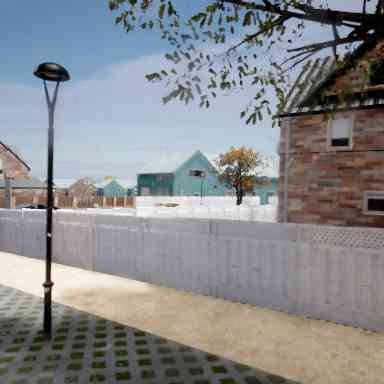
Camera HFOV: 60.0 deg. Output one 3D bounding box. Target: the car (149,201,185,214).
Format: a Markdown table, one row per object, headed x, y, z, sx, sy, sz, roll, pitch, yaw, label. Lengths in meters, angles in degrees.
| x | y | z | sx | sy | sz | roll | pitch | yaw | label |
| --- | --- | --- | --- | --- | --- | --- | --- | --- | --- |
| -2.707 | 1.664 | 31.912 | 5.008 | 1.535 | 1.882 | 0 | 2 | -40 | car |

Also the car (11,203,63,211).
| x | y | z | sx | sy | sz | roll | pitch | yaw | label |
| --- | --- | --- | --- | --- | --- | --- | --- | --- | --- |
| -11.503 | 1.563 | 23.404 | 1.837 | 1.490 | 4.892 | 3 | 1 | 43 | car |
